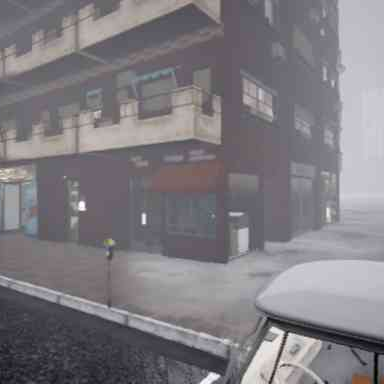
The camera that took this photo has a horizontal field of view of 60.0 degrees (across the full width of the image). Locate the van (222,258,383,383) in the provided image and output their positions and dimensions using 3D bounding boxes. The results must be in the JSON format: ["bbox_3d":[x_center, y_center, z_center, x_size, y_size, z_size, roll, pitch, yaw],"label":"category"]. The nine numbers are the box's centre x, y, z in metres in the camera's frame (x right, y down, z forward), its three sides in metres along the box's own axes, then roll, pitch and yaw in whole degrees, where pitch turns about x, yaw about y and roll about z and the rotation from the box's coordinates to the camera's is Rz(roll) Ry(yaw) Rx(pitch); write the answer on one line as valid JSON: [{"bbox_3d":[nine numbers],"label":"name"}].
[{"bbox_3d":[1.944,1.333,1.331,3.998,1.788,1.690,-1,0,36],"label":"van"}]
